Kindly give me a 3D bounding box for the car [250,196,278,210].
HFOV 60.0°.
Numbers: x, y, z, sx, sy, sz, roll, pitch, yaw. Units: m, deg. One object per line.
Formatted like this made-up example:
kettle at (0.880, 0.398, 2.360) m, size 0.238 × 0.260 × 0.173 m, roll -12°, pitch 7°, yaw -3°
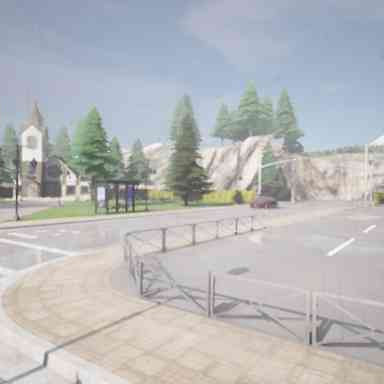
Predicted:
car at (8.483, 1.234, 38.961) m, size 1.882 × 1.535 × 5.008 m, roll 1°, pitch 0°, yaw 35°
